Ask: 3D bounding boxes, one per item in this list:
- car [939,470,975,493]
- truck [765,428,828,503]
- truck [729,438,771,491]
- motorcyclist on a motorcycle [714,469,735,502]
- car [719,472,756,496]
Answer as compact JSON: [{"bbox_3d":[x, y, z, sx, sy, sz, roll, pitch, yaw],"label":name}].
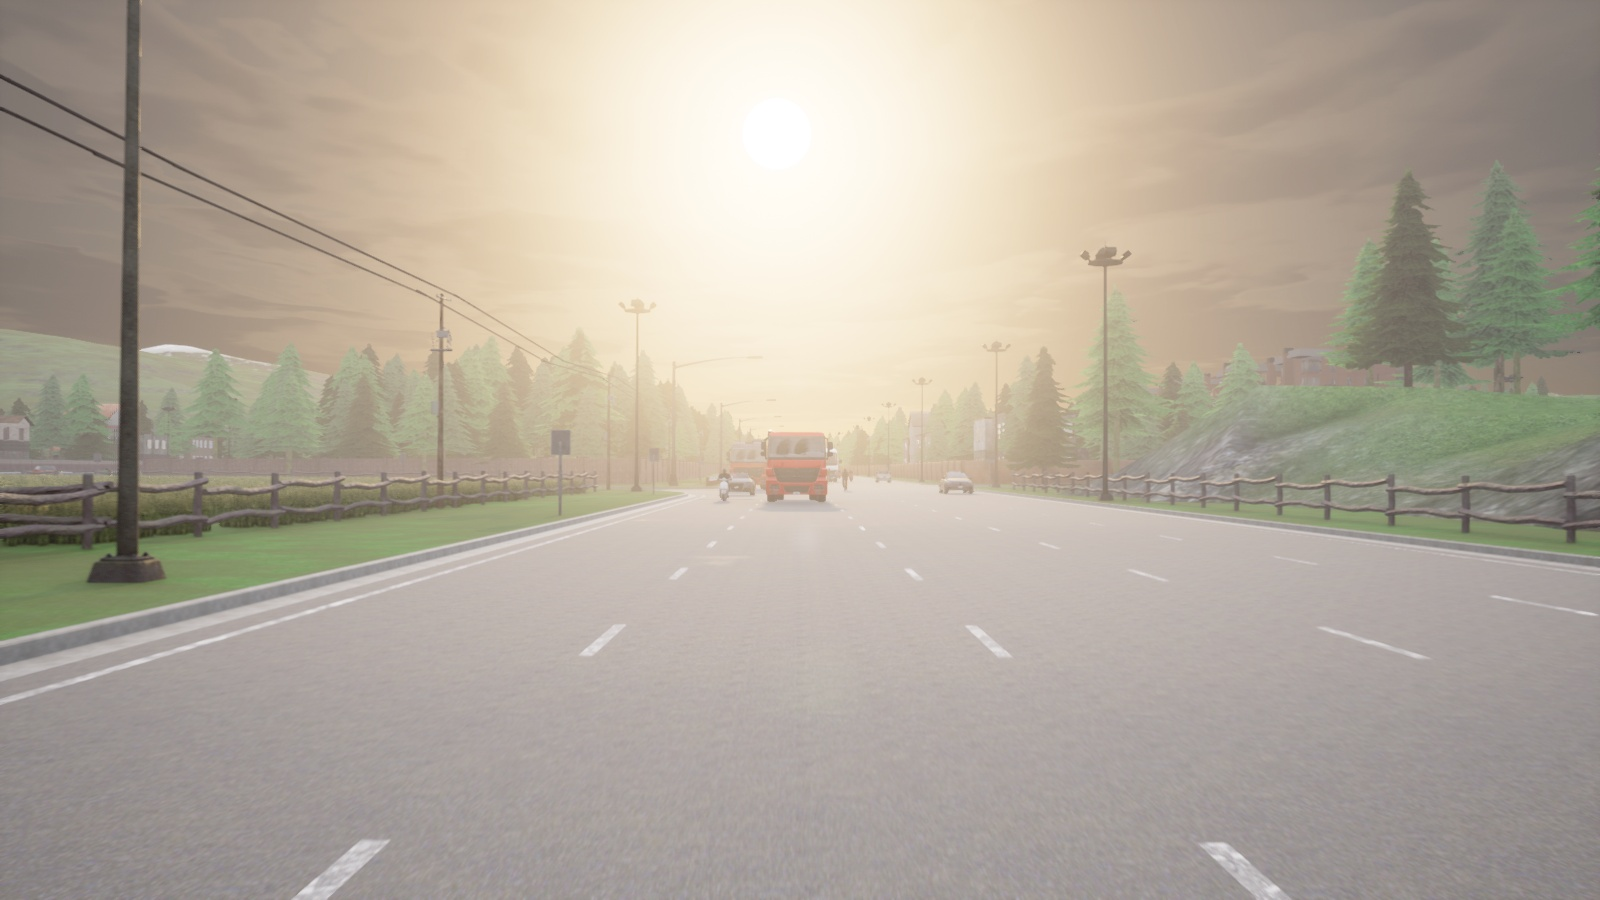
[{"bbox_3d":[10.301,2.051,82.627,1.812,1.442,4.674,0,-1,0],"label":"car"},{"bbox_3d":[-0.153,0.772,62.014,2.891,3.462,7.936,0,-1,0],"label":"truck"},{"bbox_3d":[-3.734,1.113,95.563,2.891,3.827,8.468,0,-1,0],"label":"truck"},{"bbox_3d":[-3.648,1.704,60.831,0.866,1.590,1.817,0,-1,0],"label":"motorcyclist on a motorcycle"},{"bbox_3d":[-3.680,2.029,74.983,1.994,1.385,4.181,0,-1,0],"label":"car"}]
